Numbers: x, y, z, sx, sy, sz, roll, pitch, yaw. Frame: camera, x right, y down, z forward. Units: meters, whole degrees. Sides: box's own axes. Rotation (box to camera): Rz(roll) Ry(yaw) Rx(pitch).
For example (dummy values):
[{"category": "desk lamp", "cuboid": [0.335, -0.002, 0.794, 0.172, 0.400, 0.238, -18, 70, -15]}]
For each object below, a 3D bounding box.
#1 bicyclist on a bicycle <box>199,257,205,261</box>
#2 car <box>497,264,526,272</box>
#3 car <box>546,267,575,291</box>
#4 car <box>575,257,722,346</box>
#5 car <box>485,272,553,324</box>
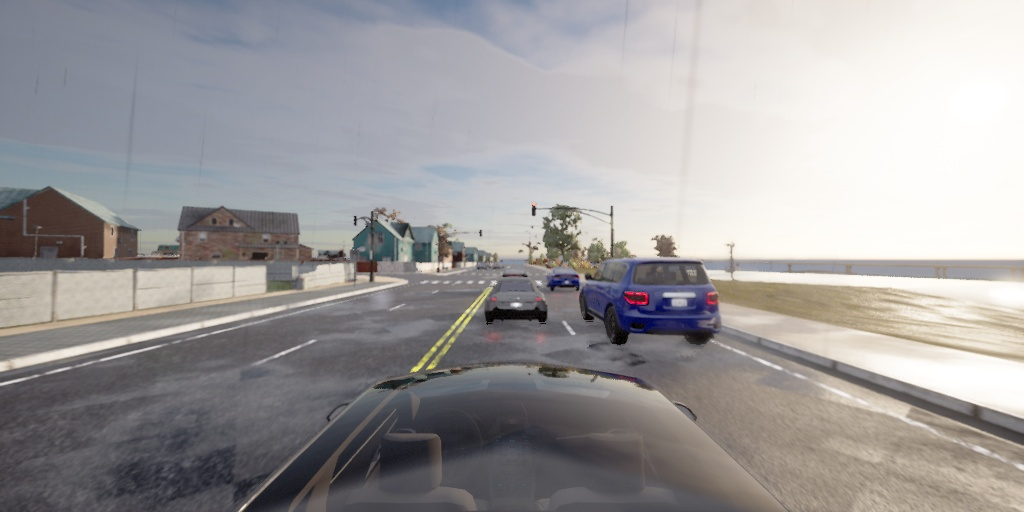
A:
[{"category": "bicyclist on a bicycle", "cuboid": [-29.496, 0.920, 34.046, 0.582, 1.620, 1.656, 1, -1, -35]}, {"category": "car", "cuboid": [0.183, 1.500, 24.757, 1.882, 1.535, 5.008, 0, -1, 0]}, {"category": "car", "cuboid": [3.432, 1.498, 24.588, 1.882, 1.535, 5.008, 0, -1, 1]}, {"category": "car", "cuboid": [3.373, 1.067, 9.891, 2.150, 2.045, 5.566, 0, -1, 0]}, {"category": "car", "cuboid": [0.136, 1.442, 12.641, 1.994, 1.385, 4.181, 0, -1, 0]}]
